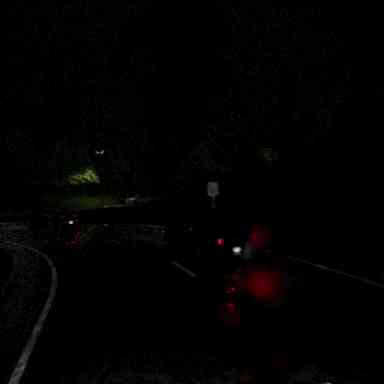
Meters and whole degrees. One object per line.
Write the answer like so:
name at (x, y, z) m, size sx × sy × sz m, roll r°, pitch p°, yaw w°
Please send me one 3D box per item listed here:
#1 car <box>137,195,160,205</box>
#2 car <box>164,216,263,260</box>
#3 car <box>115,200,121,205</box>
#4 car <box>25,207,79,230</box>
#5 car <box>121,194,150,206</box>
car at (-7.496, 1.737, 62.982) m, size 1.812 × 1.442 × 4.674 m, roll -2°, pitch 0°, yaw 40°
car at (0.498, 1.559, 12.443) m, size 1.895 × 1.301 × 4.718 m, roll -2°, pitch 0°, yaw -24°
car at (-14.397, 2.040, 71.107) m, size 1.994 × 1.385 × 4.181 m, roll -2°, pitch 0°, yaw 39°
car at (-10.313, 1.898, 24.336) m, size 4.892 × 1.490 × 1.837 m, roll -2°, pitch 0°, yaw 35°
car at (-10.365, 1.549, 64.998) m, size 2.150 × 2.045 × 5.566 m, roll -2°, pitch 1°, yaw 39°
